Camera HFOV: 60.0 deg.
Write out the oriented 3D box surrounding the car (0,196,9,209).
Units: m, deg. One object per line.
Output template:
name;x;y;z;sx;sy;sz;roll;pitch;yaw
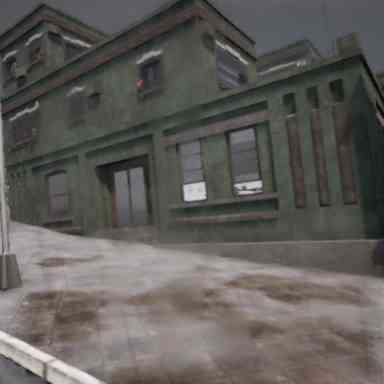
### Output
car;-18.713;1.201;34.878;2.128;1.511;4.902;-7;-2;20
